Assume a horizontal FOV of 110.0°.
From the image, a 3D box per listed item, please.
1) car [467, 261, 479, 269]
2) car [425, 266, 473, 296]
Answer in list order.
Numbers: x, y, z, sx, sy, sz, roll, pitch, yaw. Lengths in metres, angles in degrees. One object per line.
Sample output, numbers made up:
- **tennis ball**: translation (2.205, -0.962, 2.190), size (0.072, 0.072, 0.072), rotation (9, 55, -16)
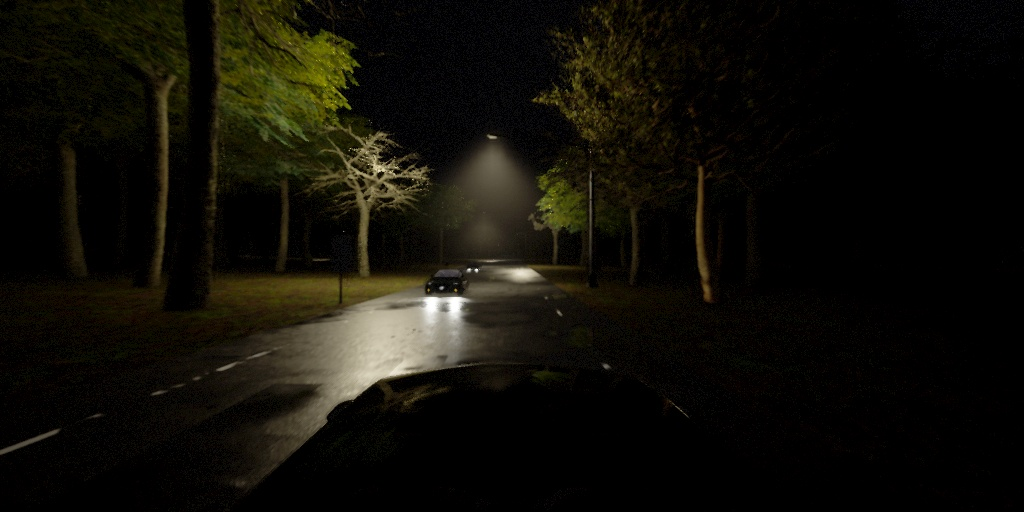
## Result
- **car**: translation (-6.651, 1.495, 62.044), size (1.994, 1.385, 4.181), rotation (0, 0, -4)
- **car**: translation (-3.626, 1.464, 20.549), size (1.994, 1.385, 4.181), rotation (0, 0, 0)
